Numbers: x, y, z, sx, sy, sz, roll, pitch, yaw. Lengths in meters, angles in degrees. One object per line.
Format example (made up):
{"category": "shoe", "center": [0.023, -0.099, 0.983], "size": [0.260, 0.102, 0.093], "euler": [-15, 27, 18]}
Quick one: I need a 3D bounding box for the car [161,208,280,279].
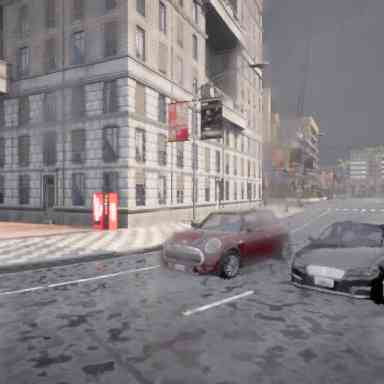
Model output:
{"category": "car", "center": [1.194, 1.352, 10.224], "size": [2.097, 1.767, 4.553], "euler": [0, 0, 42]}

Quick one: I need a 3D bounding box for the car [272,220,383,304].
{"category": "car", "center": [4.204, 1.491, 8.329], "size": [2.128, 1.511, 4.902], "euler": [0, 0, 42]}
